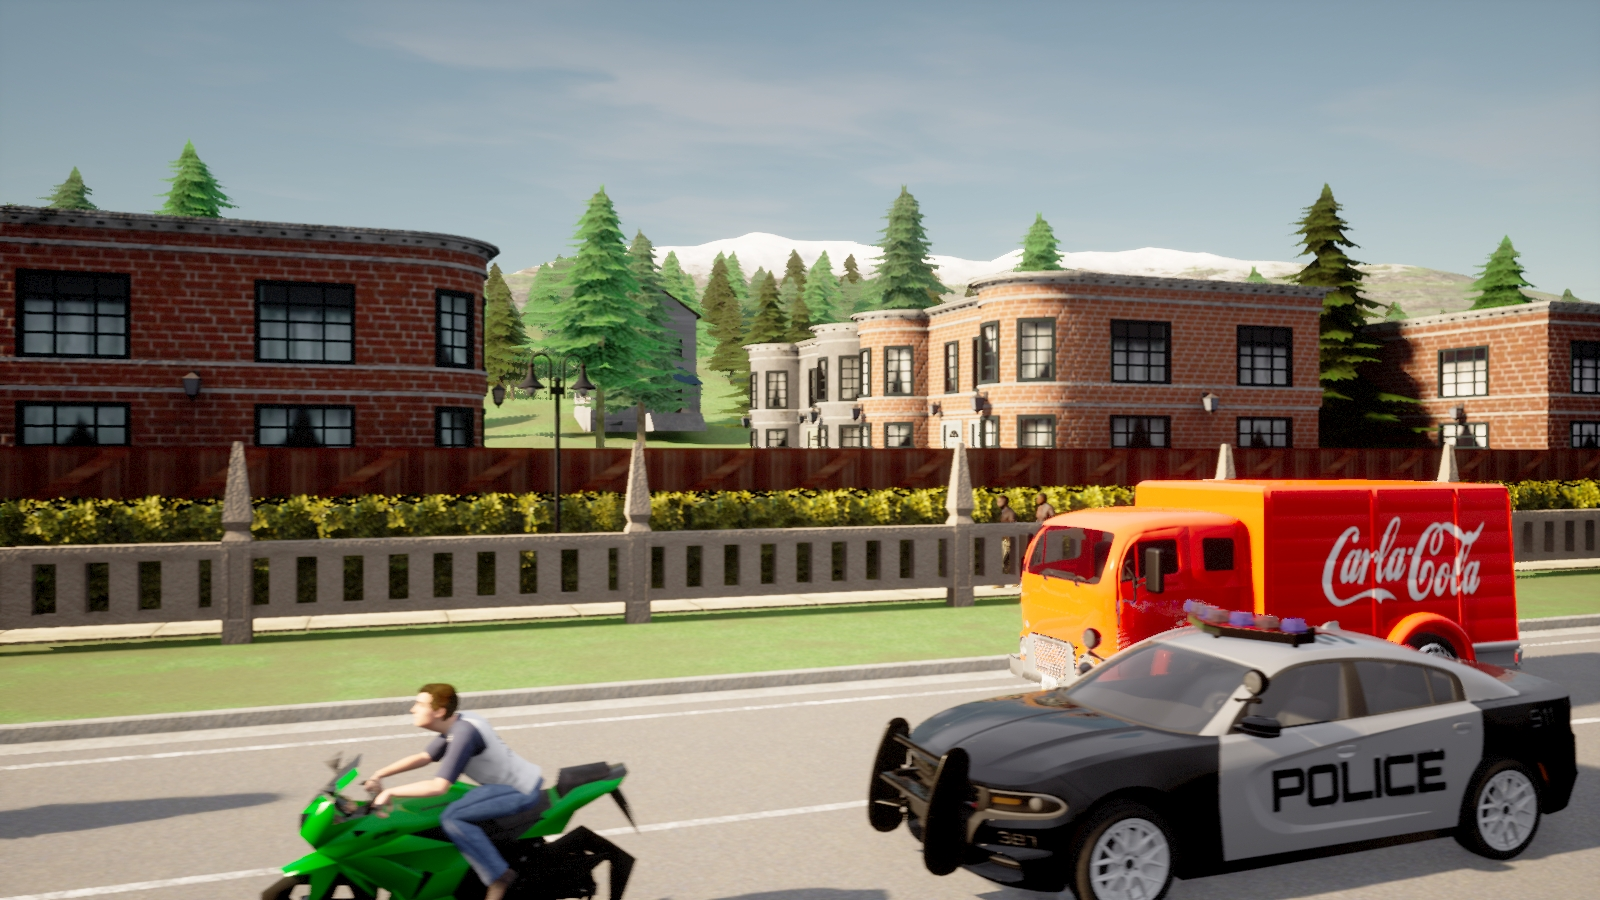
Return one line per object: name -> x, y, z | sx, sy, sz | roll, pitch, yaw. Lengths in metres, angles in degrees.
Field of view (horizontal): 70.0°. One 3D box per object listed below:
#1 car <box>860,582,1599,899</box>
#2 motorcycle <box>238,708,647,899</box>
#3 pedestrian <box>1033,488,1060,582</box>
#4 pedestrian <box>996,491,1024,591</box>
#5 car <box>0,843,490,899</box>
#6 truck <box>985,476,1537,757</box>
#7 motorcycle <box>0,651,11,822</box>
car -> 3.258, 1.985, 8.209 | 5.238, 1.638, 2.097 | 0, 0, -20
motorcycle -> -1.935, 2.187, 6.319 | 2.033, 1.199, 0.803 | 0, 0, -20
pedestrian -> 4.977, 1.705, 23.066 | 0.375, 1.860, 0.375 | 0, 0, -20
pedestrian -> 3.952, 1.702, 21.525 | 0.375, 1.860, 0.375 | 0, 0, -18
car -> -2.754, 2.065, 2.298 | 4.193, 1.474, 1.816 | 0, 0, -20
truck -> 4.990, 1.571, 12.566 | 5.204, 2.467, 2.627 | 0, 0, -20
motorcycle -> -7.076, 2.204, 8.174 | 2.209, 1.251, 0.867 | 0, 0, -20
